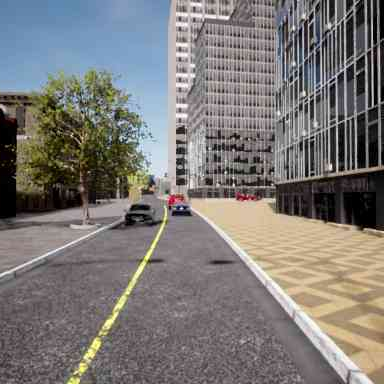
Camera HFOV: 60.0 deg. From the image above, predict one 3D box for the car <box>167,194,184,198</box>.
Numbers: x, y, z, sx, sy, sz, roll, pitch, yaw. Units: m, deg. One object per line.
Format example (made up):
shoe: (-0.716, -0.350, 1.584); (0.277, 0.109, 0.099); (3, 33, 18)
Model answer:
car: (-1.989, 1.230, 43.498); (2.150, 2.045, 5.566); (0, 0, -5)

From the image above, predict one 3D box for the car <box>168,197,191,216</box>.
car: (-1.124, 1.555, 32.822); (2.033, 1.411, 5.357); (0, 0, -4)

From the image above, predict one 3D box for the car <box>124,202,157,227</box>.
car: (-3.491, 1.509, 22.961); (1.837, 1.490, 4.892); (0, 0, -3)

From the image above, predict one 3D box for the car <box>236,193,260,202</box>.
car: (11.568, 1.213, 68.741); (5.009, 1.841, 2.192); (0, -1, 13)
